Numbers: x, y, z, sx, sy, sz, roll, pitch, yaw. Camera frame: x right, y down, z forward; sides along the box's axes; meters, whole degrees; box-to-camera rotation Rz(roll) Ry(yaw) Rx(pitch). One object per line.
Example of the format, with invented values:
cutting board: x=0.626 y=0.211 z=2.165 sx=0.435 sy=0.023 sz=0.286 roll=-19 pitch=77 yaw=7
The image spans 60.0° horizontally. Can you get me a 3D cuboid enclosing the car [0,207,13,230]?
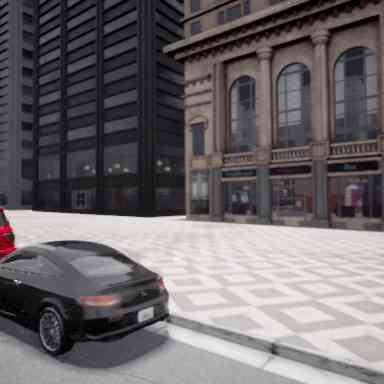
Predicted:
car: x=-7.346 y=1.383 z=9.841 sx=5.566 sy=2.045 sz=2.150 roll=-1 pitch=-1 yaw=37

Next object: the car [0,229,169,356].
car: x=-2.515 y=1.636 z=6.227 sx=4.674 sy=1.442 sz=1.812 roll=-1 pitch=-1 yaw=37
